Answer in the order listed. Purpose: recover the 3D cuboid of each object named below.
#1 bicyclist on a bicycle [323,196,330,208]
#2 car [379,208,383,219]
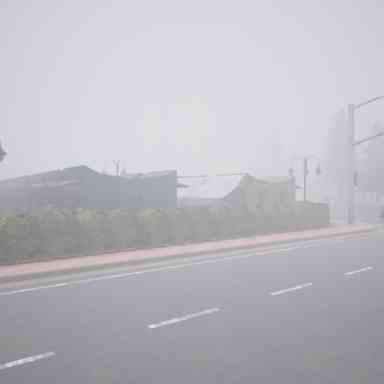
[{"bbox_3d":[17.953,1.302,44.314,1.656,1.620,0.582,0,0,-37],"label":"bicyclist on a bicycle"},{"bbox_3d":[15.712,1.525,23.251,1.812,1.442,4.674,0,0,-36],"label":"car"}]
